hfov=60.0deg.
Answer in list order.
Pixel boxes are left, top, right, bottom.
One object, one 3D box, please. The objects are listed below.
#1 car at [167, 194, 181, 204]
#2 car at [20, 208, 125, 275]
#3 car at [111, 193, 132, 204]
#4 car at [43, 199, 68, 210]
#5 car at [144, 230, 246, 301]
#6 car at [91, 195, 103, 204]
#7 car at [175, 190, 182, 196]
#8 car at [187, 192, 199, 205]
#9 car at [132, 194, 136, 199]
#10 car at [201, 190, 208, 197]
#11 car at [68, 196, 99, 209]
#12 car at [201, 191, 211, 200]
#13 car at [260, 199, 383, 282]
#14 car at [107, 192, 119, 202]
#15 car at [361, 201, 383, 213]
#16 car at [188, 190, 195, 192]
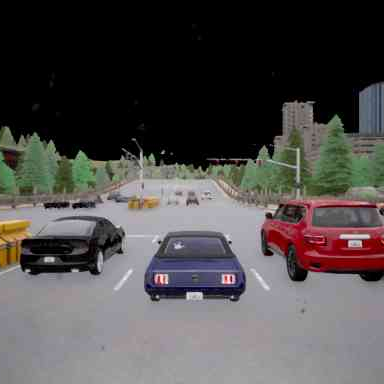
[{"bbox_3d":[-3.402,1.526,61.096,1.812,1.442,4.674,0,0,0],"label":"car"},{"bbox_3d":[-3.420,1.478,10.481,1.882,1.535,5.008,0,0,0],"label":"car"},{"bbox_3d":[-14.034,1.538,66.518,2.033,1.411,5.357,0,0,0],"label":"car"},{"bbox_3d":[-17.591,1.601,43.452,1.895,1.301,4.718,0,0,0],"label":"car"},{"bbox_3d":[0.069,1.601,8.255,1.895,1.301,4.718,0,0,0],"label":"car"},{"bbox_3d":[-17.566,1.351,59.610,2.097,1.767,4.553,0,0,0],"label":"car"},{"bbox_3d":[-3.652,0.163,91.402,2.128,1.511,4.902,0,7,0],"label":"car"},{"bbox_3d":[0.101,1.352,59.730,2.097,1.767,4.553,0,0,0],"label":"car"},{"bbox_3d":[-14.074,1.240,76.742,1.812,1.442,4.674,0,2,0],"label":"car"},{"bbox_3d":[3.353,0.348,90.325,1.895,1.301,4.718,0,7,0],"label":"car"},{"bbox_3d":[-14.091,1.601,43.459,1.895,1.301,4.718,0,0,0],"label":"car"},{"bbox_3d":[3.410,0.794,79.866,2.150,2.045,5.566,0,3,0],"label":"car"},{"bbox_3d":[3.574,1.221,9.936,2.150,2.045,5.566,0,0,0],"label":"car"},{"bbox_3d":[-17.564,1.026,74.977,2.150,2.045,5.566,0,2,0],"label":"car"},{"bbox_3d":[21.141,1.601,35.914,4.718,1.301,1.895,0,0,0],"label":"car"},{"bbox_3d":[-0.152,0.163,91.420,2.128,1.511,4.902,0,7,0],"label":"car"}]
